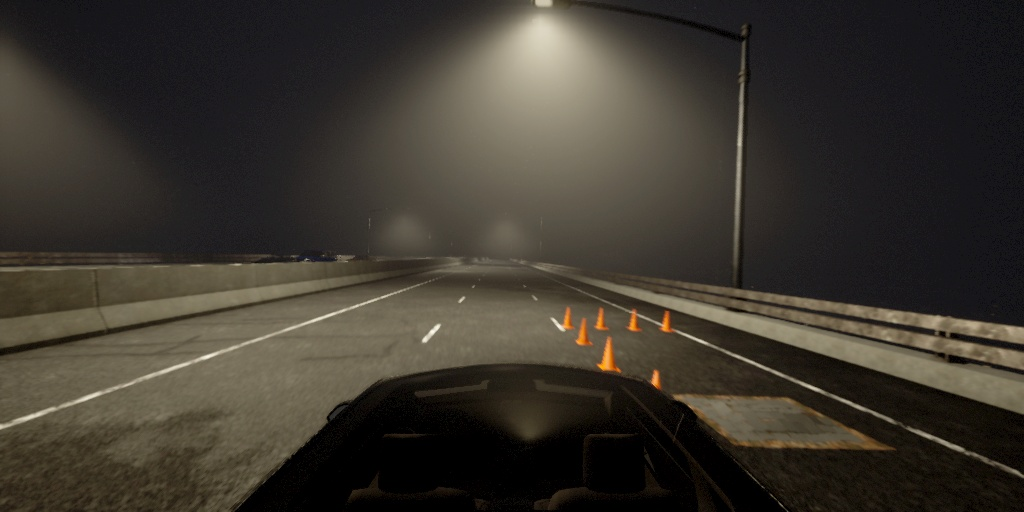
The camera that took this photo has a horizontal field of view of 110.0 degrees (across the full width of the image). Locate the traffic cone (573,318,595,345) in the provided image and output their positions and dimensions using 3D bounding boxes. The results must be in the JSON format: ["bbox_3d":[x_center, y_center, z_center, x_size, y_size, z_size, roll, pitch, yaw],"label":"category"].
[{"bbox_3d":[1.733,1.812,8.694,0.340,0.580,0.340,0,0,-2],"label":"traffic cone"}]

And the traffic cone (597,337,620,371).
[{"bbox_3d":[1.803,1.805,6.696,0.340,0.580,0.340,0,0,-2],"label":"traffic cone"}]

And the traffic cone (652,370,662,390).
[{"bbox_3d":[1.873,1.797,4.697,0.340,0.580,0.340,0,0,-2],"label":"traffic cone"}]

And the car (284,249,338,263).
[{"bbox_3d":[-18.697,0.379,34.217,2.150,2.045,5.566,2,0,-2],"label":"car"}]

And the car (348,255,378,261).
[{"bbox_3d":[-15.272,0.661,36.682,2.097,1.767,4.553,2,0,-2],"label":"car"}]

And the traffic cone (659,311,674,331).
[{"bbox_3d":[4.659,1.942,10.797,0.340,0.580,0.340,0,0,-2],"label":"traffic cone"}]

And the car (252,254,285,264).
[{"bbox_3d":[-22.207,0.564,34.188,2.033,1.411,5.357,2,0,-2],"label":"car"}]

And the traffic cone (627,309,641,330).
[{"bbox_3d":[3.661,1.901,10.762,0.340,0.580,0.340,0,0,-2],"label":"traffic cone"}]

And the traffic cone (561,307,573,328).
[{"bbox_3d":[1.664,1.820,10.693,0.340,0.580,0.340,0,0,-2],"label":"traffic cone"}]

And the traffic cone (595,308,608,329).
[{"bbox_3d":[2.662,1.861,10.728,0.340,0.580,0.340,0,0,-2],"label":"traffic cone"}]
